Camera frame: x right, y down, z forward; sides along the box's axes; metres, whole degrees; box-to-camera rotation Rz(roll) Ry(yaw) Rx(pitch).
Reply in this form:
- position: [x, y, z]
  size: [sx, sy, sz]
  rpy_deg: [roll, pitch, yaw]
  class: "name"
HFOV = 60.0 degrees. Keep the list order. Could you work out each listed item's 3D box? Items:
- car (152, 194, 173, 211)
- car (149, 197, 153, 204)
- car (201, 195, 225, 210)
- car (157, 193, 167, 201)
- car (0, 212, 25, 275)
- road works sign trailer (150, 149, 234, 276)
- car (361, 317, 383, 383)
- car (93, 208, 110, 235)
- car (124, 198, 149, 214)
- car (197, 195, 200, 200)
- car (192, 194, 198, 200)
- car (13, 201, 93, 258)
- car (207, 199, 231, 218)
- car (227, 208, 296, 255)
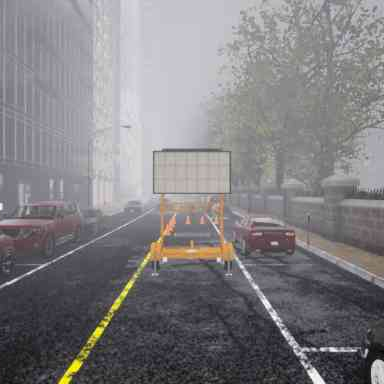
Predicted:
- position: [-3.323, 1.411, 39.846]
  size: [1.882, 1.535, 5.008]
  rpy_deg: [0, 0, -2]
  class: "car"
- position: [-6.623, 1.455, 57.551]
  size: [1.802, 1.307, 4.206]
  rpy_deg: [0, 0, -2]
  class: "car"
- position: [2.497, 1.265, 35.282]
  size: [2.192, 1.841, 5.009]
  rpy_deg: [0, 0, -2]
  class: "car"
- position: [-7.211, 1.109, 79.782]
  size: [2.192, 1.841, 5.009]
  rpy_deg: [0, 0, -2]
  class: "car"
- position: [-5.834, 1.439, 7.445]
  size: [1.967, 1.590, 4.097]
  rpy_deg: [0, 0, 0]
  class: "car"
- position: [-0.002, 0.461, 10.340]
  size: [2.380, 3.560, 2.880]
  rpy_deg: [0, 0, 0]
  class: "road works sign trailer"
- position: [2.692, 1.551, 1.938]
  size: [2.008, 1.369, 4.403]
  rpy_deg: [0, 0, 0]
  class: "car"
- position: [-5.835, 1.553, 18.565]
  size: [1.947, 1.339, 4.313]
  rpy_deg: [0, 0, 0]
  class: "car"
- position: [-6.034, 1.514, 35.311]
  size: [1.947, 1.339, 4.313]
  rpy_deg: [0, 0, -1]
  class: "car"
- position: [2.201, 1.463, 46.399]
  size: [2.008, 1.369, 4.403]
  rpy_deg: [0, 0, -2]
  class: "car"
- position: [1.169, 1.326, 85.303]
  size: [2.008, 1.369, 4.403]
  rpy_deg: [0, 0, -2]
  class: "car"
- position: [-5.834, 1.309, 13.003]
  size: [2.192, 1.841, 5.009]
  rpy_deg: [0, 0, 0]
  class: "car"
- position: [2.616, 1.547, 29.717]
  size: [1.802, 1.307, 4.206]
  rpy_deg: [0, 0, -1]
  class: "car"
- position: [2.691, 1.539, 13.060]
  size: [1.887, 1.381, 4.507]
  rpy_deg: [0, 0, 0]
  class: "car"
